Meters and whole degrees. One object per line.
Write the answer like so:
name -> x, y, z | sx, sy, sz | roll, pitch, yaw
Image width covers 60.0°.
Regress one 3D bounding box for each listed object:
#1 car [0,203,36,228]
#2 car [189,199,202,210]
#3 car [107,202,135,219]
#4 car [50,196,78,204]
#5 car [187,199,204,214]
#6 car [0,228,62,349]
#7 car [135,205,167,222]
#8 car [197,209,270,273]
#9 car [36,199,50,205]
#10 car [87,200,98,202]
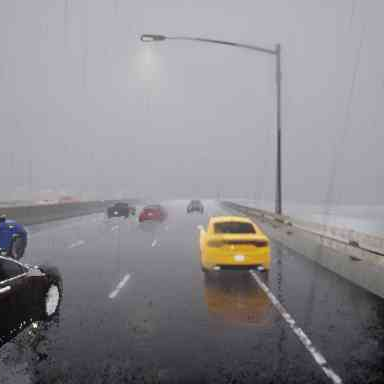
car -> -6.904, 1.288, 9.421 | 2.150, 2.045, 5.566 | 0, 0, 0
car -> 0.564, 1.845, 49.394 | 1.882, 1.535, 5.008 | 0, 0, 2
car -> -6.699, 1.710, 32.009 | 1.882, 1.535, 5.008 | 0, 0, 1
car -> -20.401, 1.638, 54.077 | 2.150, 2.045, 5.566 | 0, 0, 2
car -> 0.412, 1.888, 39.428 | 1.895, 1.301, 4.718 | 0, 0, 1
car -> -3.403, 1.536, 4.472 | 1.837, 1.490, 4.892 | 0, 0, 0
car -> -3.247, 1.767, 28.249 | 1.994, 1.385, 4.181 | 0, 0, 1
car -> 1.227, 1.555, 11.031 | 1.882, 1.535, 5.008 | 0, 0, 0
car -> -23.878, 1.901, 54.678 | 1.882, 1.535, 5.008 | 0, 0, 2
car -> -16.836, 2.034, 56.113 | 1.895, 1.301, 4.718 | 0, -1, 2
